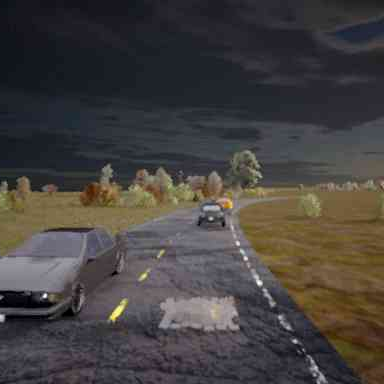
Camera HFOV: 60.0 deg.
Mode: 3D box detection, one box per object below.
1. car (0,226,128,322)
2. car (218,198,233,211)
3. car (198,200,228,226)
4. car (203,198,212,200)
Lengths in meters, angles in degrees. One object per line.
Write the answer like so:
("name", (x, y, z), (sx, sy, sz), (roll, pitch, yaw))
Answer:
("car", (-2.894, 1.551, 7.751), (2.033, 1.411, 5.357), (0, 0, 2))
("car", (4.037, 1.501, 41.583), (1.882, 1.535, 5.008), (0, 0, 10))
("car", (1.455, 1.541, 23.661), (1.812, 1.442, 4.674), (0, 0, 6))
("car", (2.247, 1.586, 48.888), (1.994, 1.385, 4.181), (0, 0, 12))
